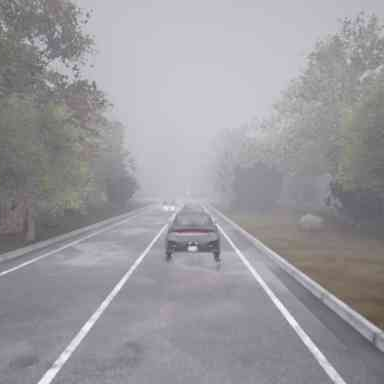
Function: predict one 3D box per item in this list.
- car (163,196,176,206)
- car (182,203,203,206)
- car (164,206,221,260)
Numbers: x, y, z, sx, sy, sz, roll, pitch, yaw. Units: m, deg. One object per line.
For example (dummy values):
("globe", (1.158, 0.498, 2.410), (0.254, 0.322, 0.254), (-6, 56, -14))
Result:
("car", (-3.585, 1.453, 53.835), (2.128, 1.511, 4.902), (0, 0, 0))
("car", (0.043, 1.572, 27.736), (1.994, 1.385, 4.181), (0, 0, 0))
("car", (0.042, 1.513, 12.568), (2.128, 1.511, 4.902), (0, 0, 0))
